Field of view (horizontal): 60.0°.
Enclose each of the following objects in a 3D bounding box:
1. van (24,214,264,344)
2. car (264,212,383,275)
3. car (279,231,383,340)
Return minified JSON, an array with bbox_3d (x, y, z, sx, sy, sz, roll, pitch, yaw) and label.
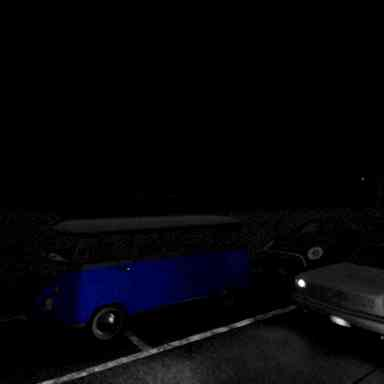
[{"bbox_3d":[-0.739,1.348,6.127,3.998,1.788,1.690,0,0,-35],"label":"van"},{"bbox_3d":[3.854,1.459,9.401,4.097,1.590,1.967,0,0,-35],"label":"car"},{"bbox_3d":[3.995,1.616,6.228,4.718,1.301,1.895,0,0,-35],"label":"car"}]
